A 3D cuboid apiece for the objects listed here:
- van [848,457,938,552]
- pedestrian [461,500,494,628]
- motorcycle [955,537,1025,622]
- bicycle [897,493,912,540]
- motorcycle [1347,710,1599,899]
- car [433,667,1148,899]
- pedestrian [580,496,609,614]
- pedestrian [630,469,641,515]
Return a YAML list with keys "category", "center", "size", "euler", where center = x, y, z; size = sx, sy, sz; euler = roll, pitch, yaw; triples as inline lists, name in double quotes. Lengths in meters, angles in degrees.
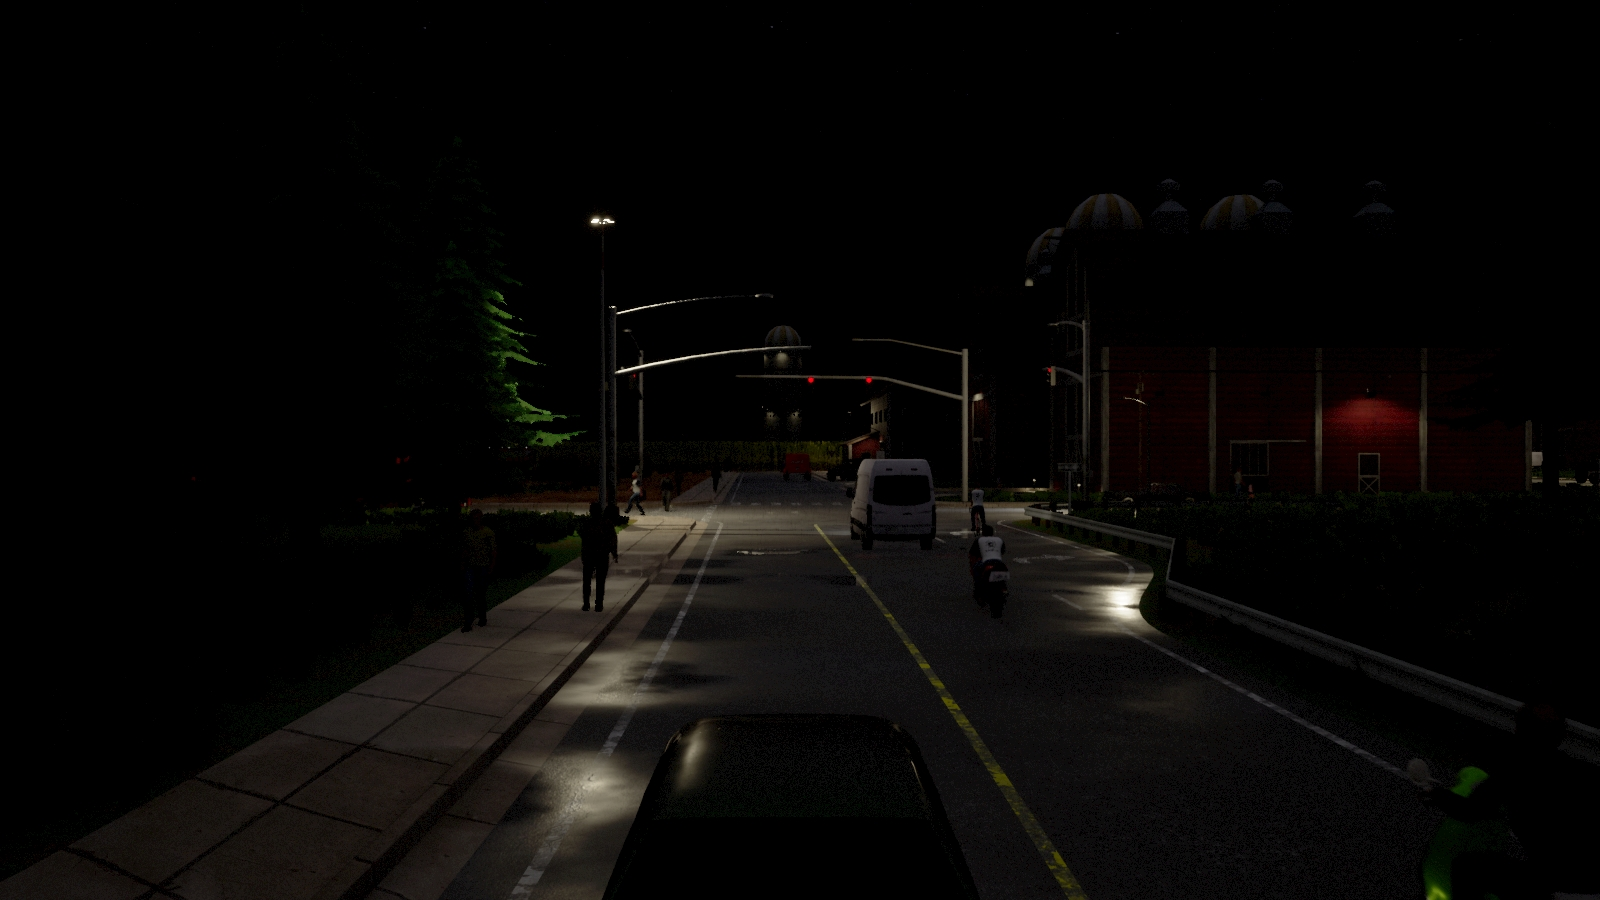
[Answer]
- category: "van"
  center: [2.659, 1.508, 34.092]
  size: [1.988, 2.561, 5.915]
  euler: [0, 0, -2]
- category: "pedestrian"
  center: [-4.756, 1.670, 16.858]
  size: [0.375, 1.860, 0.375]
  euler: [0, 0, 1]
- category: "motorcycle"
  center: [3.203, 2.160, 19.426]
  size: [0.803, 1.199, 2.033]
  euler: [0, 0, -2]
- category: "bicycle"
  center: [3.290, 2.079, 36.037]
  size: [0.373, 1.396, 1.643]
  euler: [0, 0, 3]
- category: "motorcycle"
  center: [3.495, 2.115, 5.499]
  size: [0.856, 1.316, 1.805]
  euler: [0, 0, 0]
- category: "car"
  center: [-0.032, 1.973, 4.130]
  size: [1.851, 1.617, 3.988]
  euler: [0, 0, 0]
- category: "pedestrian"
  center: [-3.290, 1.669, 18.332]
  size: [0.375, 1.860, 0.375]
  euler: [0, 0, 4]
- category: "pedestrian"
  center: [-6.666, 1.694, 46.263]
  size: [0.375, 1.860, 0.375]
  euler: [0, 0, -25]
